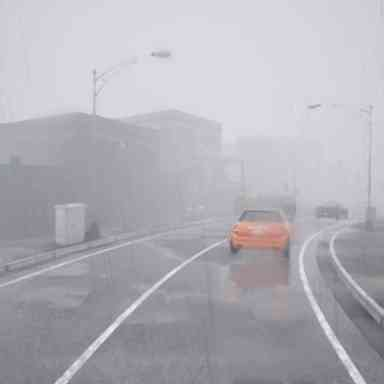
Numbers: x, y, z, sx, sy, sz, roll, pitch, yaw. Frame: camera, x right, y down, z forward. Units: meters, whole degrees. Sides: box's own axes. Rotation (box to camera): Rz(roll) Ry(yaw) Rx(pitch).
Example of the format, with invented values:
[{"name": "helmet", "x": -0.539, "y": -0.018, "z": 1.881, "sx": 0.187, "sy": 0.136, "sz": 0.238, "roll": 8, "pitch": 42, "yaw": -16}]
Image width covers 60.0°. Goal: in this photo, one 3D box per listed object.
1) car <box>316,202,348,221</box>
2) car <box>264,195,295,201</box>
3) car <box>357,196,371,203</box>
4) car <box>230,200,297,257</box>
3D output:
[{"name": "car", "x": 12.523, "y": 1.660, "z": 29.568, "sx": 1.882, "sy": 1.535, "sz": 5.008, "roll": 1, "pitch": 0, "yaw": 36}, {"name": "car", "x": 7.340, "y": 1.302, "z": 28.801, "sx": 2.150, "sy": 2.045, "sz": 5.566, "roll": 1, "pitch": 0, "yaw": 35}, {"name": "car", "x": 31.791, "y": 1.555, "z": 61.238, "sx": 1.837, "sy": 1.490, "sz": 4.892, "roll": 1, "pitch": 0, "yaw": 37}, {"name": "car", "x": 3.003, "y": 1.394, "z": 13.496, "sx": 2.097, "sy": 1.767, "sz": 4.553, "roll": 1, "pitch": 0, "yaw": 20}]
